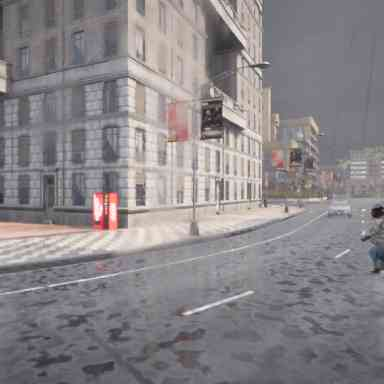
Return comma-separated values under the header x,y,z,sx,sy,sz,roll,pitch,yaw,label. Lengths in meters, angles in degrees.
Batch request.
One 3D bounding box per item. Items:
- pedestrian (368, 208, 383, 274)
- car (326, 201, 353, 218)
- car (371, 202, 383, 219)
x,y,z,sx,sy,sz,roll,pitch,yaw,label
4.904,1.294,8.635,0.375,1.860,0.375,0,0,42,pedestrian
13.429,1.525,30.122,1.812,1.442,4.674,0,0,27,car
16.586,1.565,28.609,1.994,1.385,4.181,0,0,27,car
